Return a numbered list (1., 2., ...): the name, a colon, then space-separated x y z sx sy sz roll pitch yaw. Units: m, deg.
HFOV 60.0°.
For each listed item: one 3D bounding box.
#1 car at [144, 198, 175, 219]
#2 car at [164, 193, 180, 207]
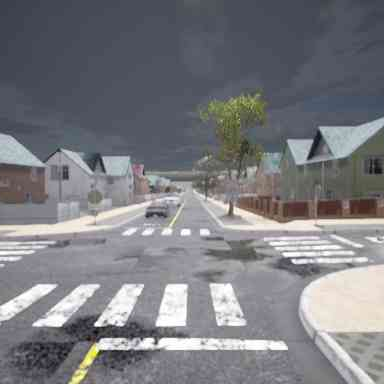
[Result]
1. car: -2.890 1.513 28.883 2.033 1.411 5.357 0 0 0
2. car: -2.905 1.161 49.424 2.150 2.045 5.566 0 0 0
